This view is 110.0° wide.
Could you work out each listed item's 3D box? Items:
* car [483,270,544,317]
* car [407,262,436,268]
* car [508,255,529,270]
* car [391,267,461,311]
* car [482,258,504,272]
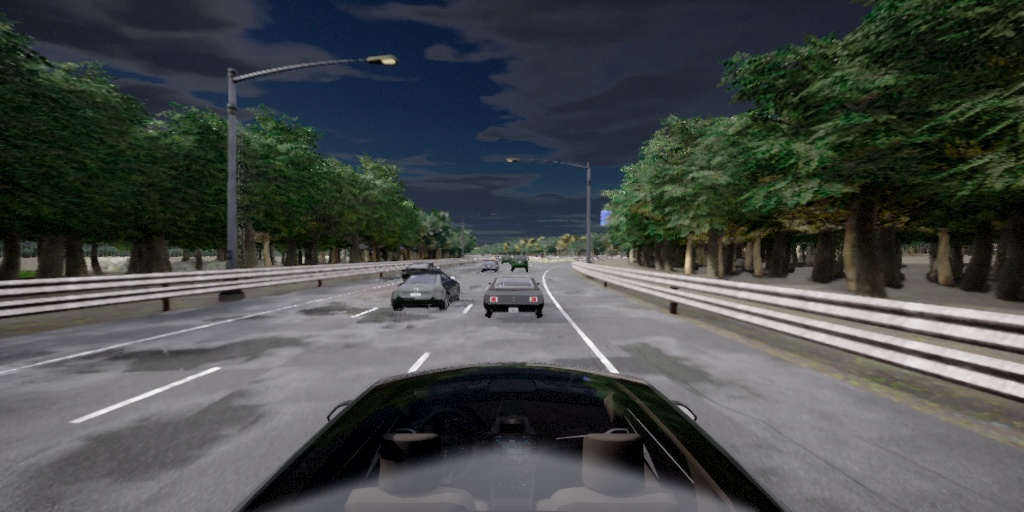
[{"bbox_3d":[0.083,1.349,13.095,1.895,1.301,4.718,0,0,1],"label":"car"},{"bbox_3d":[-6.579,1.206,26.573,1.882,1.535,5.008,0,0,2],"label":"car"},{"bbox_3d":[1.056,0.899,47.115,2.150,2.045,5.566,0,0,2],"label":"car"},{"bbox_3d":[-3.310,1.310,14.458,1.994,1.385,4.181,0,0,1],"label":"car"},{"bbox_3d":[-2.530,1.233,43.494,2.033,1.411,5.357,0,0,2],"label":"car"}]
